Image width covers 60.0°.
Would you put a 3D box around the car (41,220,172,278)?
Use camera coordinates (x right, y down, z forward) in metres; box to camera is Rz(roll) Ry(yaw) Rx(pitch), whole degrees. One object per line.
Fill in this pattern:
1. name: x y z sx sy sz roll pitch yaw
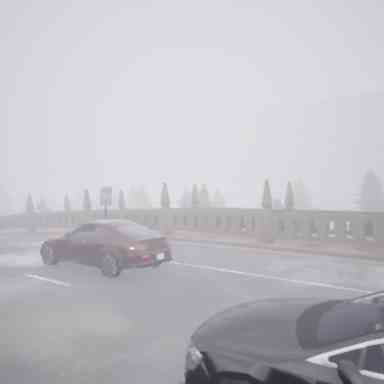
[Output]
1. car: -2.722 1.581 10.233 4.674 1.442 1.812 -1 -1 35

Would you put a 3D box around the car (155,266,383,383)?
1. car: 2.138 1.489 2.467 4.902 1.511 2.128 0 0 35
